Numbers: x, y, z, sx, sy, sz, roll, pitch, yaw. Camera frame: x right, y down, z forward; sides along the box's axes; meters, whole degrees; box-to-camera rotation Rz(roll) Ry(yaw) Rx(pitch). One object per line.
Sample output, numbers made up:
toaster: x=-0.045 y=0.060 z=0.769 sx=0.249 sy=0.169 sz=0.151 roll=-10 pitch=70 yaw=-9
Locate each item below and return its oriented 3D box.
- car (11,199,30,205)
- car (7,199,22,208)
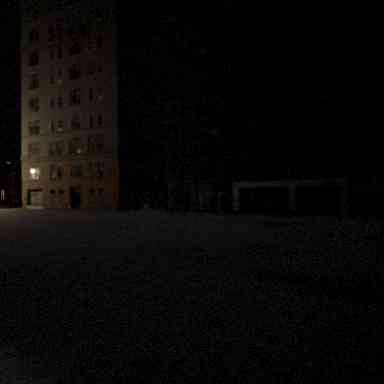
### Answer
car: x=-41.183 y=2.348 z=79.877 sx=4.181 sy=1.385 sz=1.994 roll=-1 pitch=-1 yaw=26
car: x=-28.256 y=1.982 z=55.606 sx=1.882 sy=1.535 sz=5.008 roll=-1 pitch=0 yaw=26
